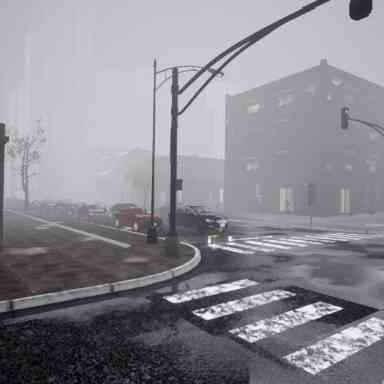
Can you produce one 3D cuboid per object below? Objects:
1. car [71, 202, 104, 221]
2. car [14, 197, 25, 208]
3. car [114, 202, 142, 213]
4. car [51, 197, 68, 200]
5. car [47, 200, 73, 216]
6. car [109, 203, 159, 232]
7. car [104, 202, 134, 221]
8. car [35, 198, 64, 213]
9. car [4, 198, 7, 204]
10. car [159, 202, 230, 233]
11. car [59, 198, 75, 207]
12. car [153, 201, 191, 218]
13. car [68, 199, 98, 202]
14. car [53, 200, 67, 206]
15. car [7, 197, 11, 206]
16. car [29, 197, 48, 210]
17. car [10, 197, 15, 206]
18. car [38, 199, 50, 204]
[{"bbox_3d":[-8.548,1.730,28.232,1.802,1.307,4.206,1,-1,-35],"label":"car"},{"bbox_3d":[-29.073,2.012,57.812,1.887,1.381,4.507,1,-1,-35],"label":"car"},{"bbox_3d":[-8.300,1.966,42.945,2.008,1.369,4.403,1,-1,-35],"label":"car"},{"bbox_3d":[-22.992,2.049,59.253,2.128,1.511,4.902,1,-1,-35],"label":"car"},{"bbox_3d":[-13.704,1.792,35.610,1.947,1.339,4.313,1,-1,-35],"label":"car"},{"bbox_3d":[-3.390,1.615,20.855,1.887,1.381,4.507,1,-1,-35],"label":"car"},{"bbox_3d":[-5.679,1.695,28.891,1.837,1.490,4.892,1,-1,-35],"label":"car"},{"bbox_3d":[-18.003,1.843,41.810,2.008,1.369,4.403,1,-1,-35],"label":"car"},{"bbox_3d":[-38.400,1.930,71.172,2.192,1.841,5.009,1,-1,-35],"label":"car"},{"bbox_3d":[0.282,1.593,20.358,2.128,1.511,4.902,1,-1,-35],"label":"car"},{"bbox_3d":[-25.192,2.115,66.898,1.967,1.590,4.097,1,-1,-35],"label":"car"},{"bbox_3d":[-2.097,1.762,34.083,1.967,1.590,4.097,1,-1,-35],"label":"car"},{"bbox_3d":[-13.225,1.868,39.701,1.994,1.385,4.181,1,-1,-35],"label":"car"},{"bbox_3d":[-28.361,2.306,71.432,1.802,1.307,4.206,1,-1,-35],"label":"car"},{"bbox_3d":[-35.231,2.131,66.634,1.947,1.339,4.313,1,-1,-35],"label":"car"},{"bbox_3d":[-22.679,1.891,48.572,1.752,1.417,4.829,1,-1,-35],"label":"car"},{"bbox_3d":[-32.061,2.081,62.099,1.947,1.339,4.313,1,-1,-35],"label":"car"},{"bbox_3d":[-37.968,2.403,85.177,1.752,1.417,4.829,1,-1,-35],"label":"car"}]
